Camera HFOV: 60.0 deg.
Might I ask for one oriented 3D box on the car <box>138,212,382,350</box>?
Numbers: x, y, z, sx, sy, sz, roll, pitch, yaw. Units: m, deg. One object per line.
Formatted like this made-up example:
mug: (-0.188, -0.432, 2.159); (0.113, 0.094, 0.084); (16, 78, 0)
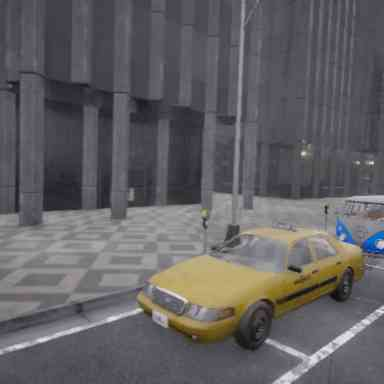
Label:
car: (1.386, 1.232, 5.753); (4.829, 1.417, 1.752); (-1, 4, -43)

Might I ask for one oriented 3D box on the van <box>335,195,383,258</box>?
van: (5.665, 0.989, 9.682); (3.998, 1.788, 1.690); (-1, 4, -43)
